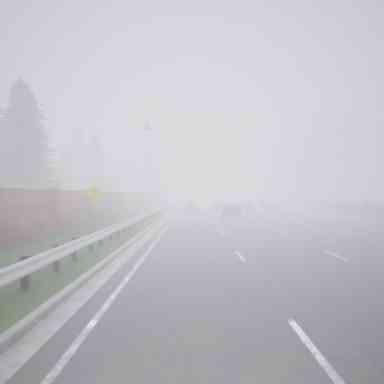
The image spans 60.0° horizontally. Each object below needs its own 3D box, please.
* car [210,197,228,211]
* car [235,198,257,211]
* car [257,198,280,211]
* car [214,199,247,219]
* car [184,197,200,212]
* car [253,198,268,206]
[{"bbox_3d":[3.507,1.865,45.427,1.812,1.442,4.674,0,0,0],"label":"car"},{"bbox_3d":[7.007,1.810,45.104,2.128,1.511,4.902,0,0,0],"label":"car"},{"bbox_3d":[10.507,1.861,45.016,1.994,1.385,4.181,0,0,0],"label":"car"},{"bbox_3d":[3.607,1.727,32.159,2.128,1.511,4.902,0,0,0],"label":"car"},{"bbox_3d":[0.011,1.840,43.842,2.128,1.511,4.902,0,0,0],"label":"car"},{"bbox_3d":[13.869,1.995,67.478,2.033,1.411,5.357,0,0,0],"label":"car"}]
